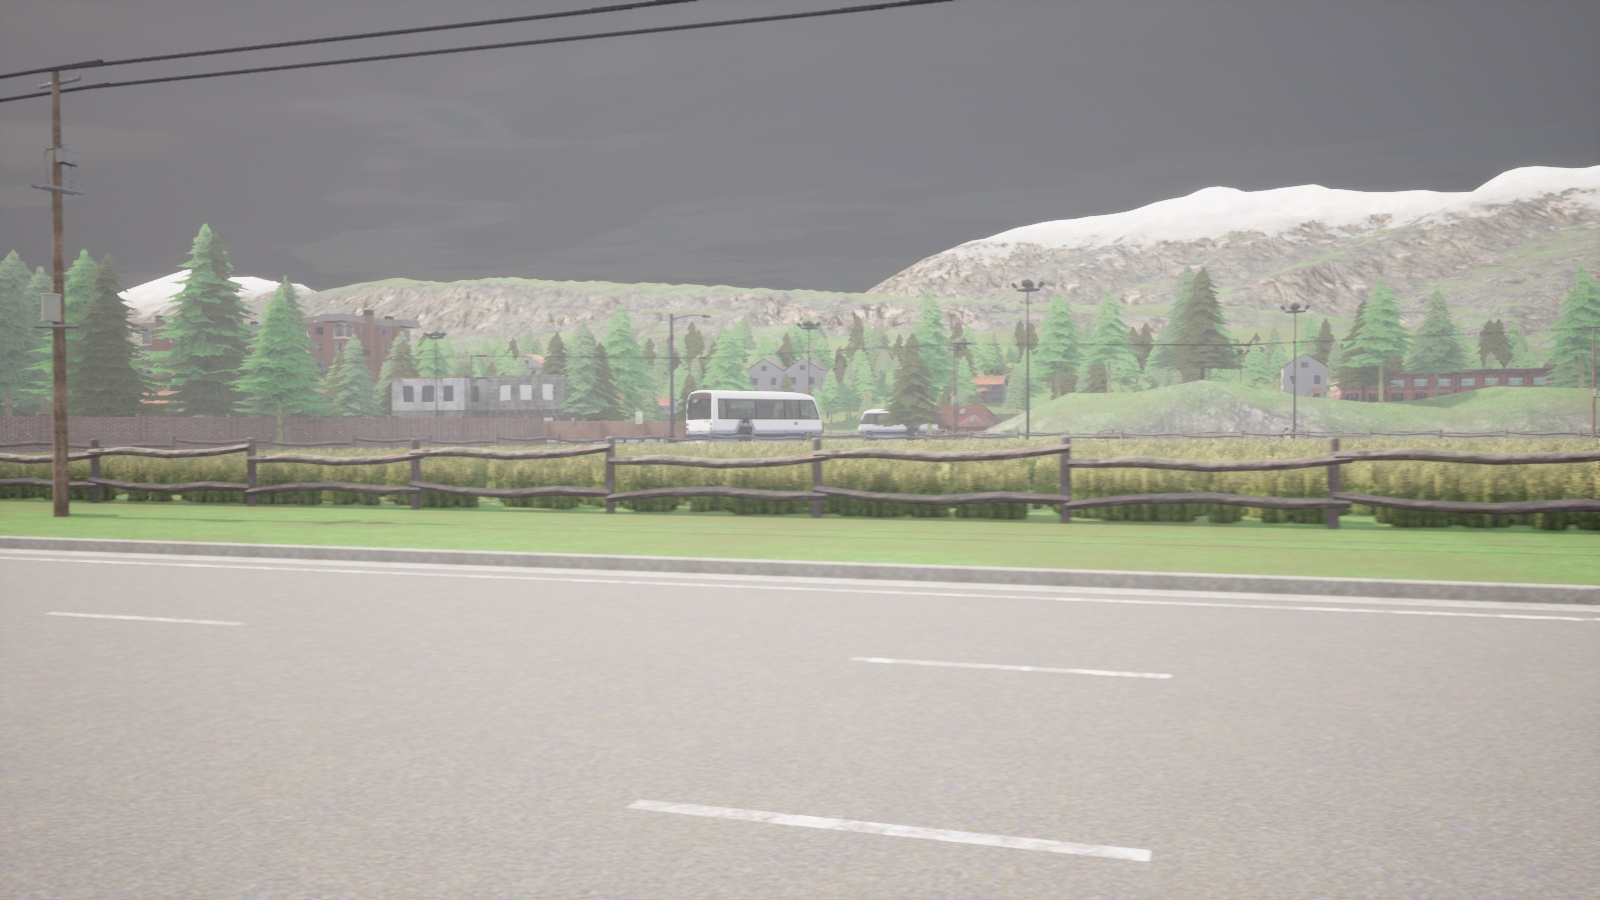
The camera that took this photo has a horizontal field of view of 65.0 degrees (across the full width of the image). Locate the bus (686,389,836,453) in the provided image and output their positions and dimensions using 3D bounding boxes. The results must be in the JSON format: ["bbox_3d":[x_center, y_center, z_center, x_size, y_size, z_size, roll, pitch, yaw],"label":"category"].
[{"bbox_3d":[-2.588,-1.966,87.825,10.273,4.253,3.944,-1,1,-41],"label":"bus"}]
